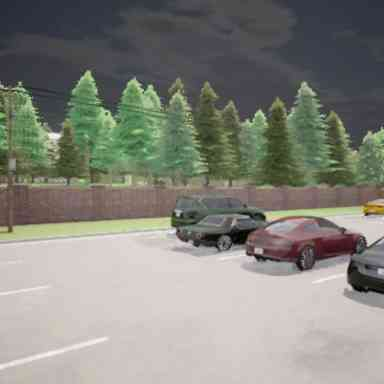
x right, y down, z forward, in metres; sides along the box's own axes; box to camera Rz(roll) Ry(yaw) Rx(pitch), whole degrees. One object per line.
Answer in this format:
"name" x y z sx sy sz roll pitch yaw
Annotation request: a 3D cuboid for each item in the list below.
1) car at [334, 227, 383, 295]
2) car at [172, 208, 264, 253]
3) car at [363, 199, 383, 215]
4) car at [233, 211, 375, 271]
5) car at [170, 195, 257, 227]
"car" 5.413 1.525 7.603 4.181 1.385 1.994 0 0 -35
"car" 1.772 1.560 13.608 4.718 1.301 1.895 0 0 -35
"car" 16.651 1.344 28.512 5.008 1.535 1.882 0 0 -35
"car" 3.753 1.485 10.736 4.674 1.442 1.812 0 0 -36
"car" 1.505 1.171 17.714 5.566 2.045 2.150 0 0 -35
